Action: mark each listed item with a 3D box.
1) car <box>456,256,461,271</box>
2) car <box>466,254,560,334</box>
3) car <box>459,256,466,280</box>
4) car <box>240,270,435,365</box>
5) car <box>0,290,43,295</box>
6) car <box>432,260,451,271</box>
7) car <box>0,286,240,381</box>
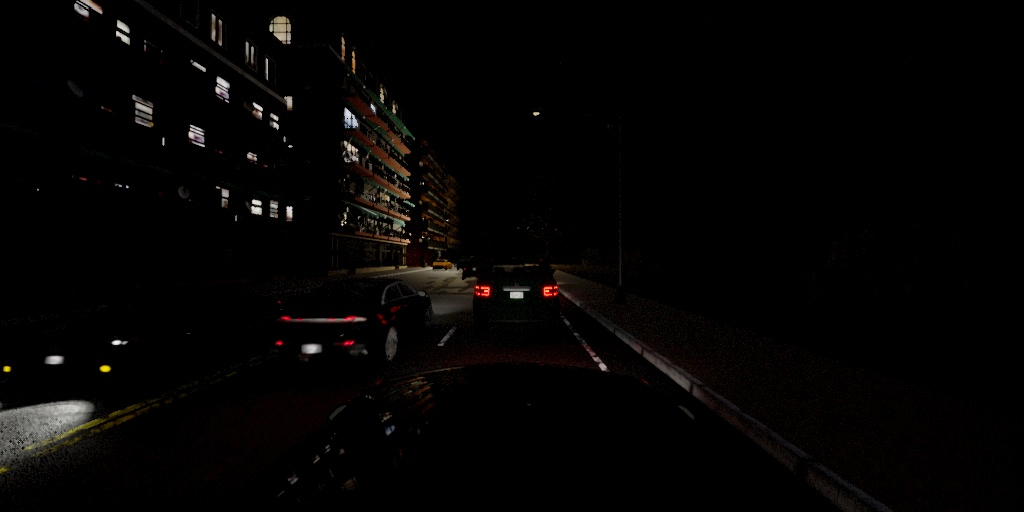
[{"bbox_3d":[-6.436,0.972,50.467,2.150,2.045,5.566,0,0,0],"label":"car"},{"bbox_3d":[0.123,0.973,10.751,2.150,2.045,5.566,0,0,0],"label":"car"},{"bbox_3d":[-3.051,1.103,31.440,2.097,1.767,4.553,0,0,0],"label":"car"},{"bbox_3d":[-3.132,1.241,8.047,2.128,1.511,4.902,0,0,0],"label":"car"},{"bbox_3d":[-9.835,1.351,6.436,1.895,1.301,4.718,0,0,0],"label":"car"},{"bbox_3d":[-9.690,1.228,49.708,1.882,1.535,5.008,0,0,0],"label":"car"},{"bbox_3d":[-6.582,1.315,7.154,1.994,1.385,4.181,0,0,0],"label":"car"}]
